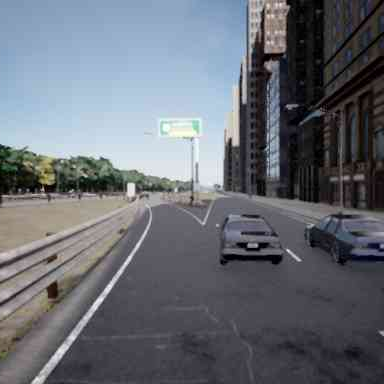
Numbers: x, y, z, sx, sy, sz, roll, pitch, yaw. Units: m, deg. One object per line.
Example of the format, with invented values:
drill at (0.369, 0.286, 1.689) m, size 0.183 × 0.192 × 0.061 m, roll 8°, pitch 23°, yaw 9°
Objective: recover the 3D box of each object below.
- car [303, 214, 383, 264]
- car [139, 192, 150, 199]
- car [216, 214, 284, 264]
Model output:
car at (5.323, 1.468, 11.322) m, size 2.033 × 1.411 × 5.357 m, roll 0°, pitch 0°, yaw 4°
car at (-10.018, 0.784, 70.504) m, size 1.837 × 1.490 × 4.892 m, roll 0°, pitch 0°, yaw -11°
car at (1.831, 1.478, 11.505) m, size 2.033 × 1.411 × 5.357 m, roll 0°, pitch 0°, yaw 4°
